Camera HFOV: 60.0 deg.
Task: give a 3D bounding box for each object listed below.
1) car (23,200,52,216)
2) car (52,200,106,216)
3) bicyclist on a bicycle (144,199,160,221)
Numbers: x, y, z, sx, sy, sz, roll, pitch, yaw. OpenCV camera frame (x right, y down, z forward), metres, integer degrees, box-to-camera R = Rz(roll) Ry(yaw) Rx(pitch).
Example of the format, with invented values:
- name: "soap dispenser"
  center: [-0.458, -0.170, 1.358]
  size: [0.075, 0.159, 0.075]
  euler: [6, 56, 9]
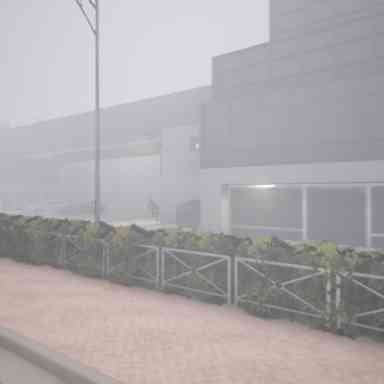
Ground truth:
- name: "car"
  center: [-14.546, 1.544, 33.552]
  size: [1.812, 1.442, 4.674]
  euler: [0, 0, 35]
- name: "car"
  center: [-10.863, 1.617, 32.721]
  size: [1.895, 1.301, 4.718]
  euler: [0, 0, 35]
- name: "bicyclist on a bicycle"
  center: [-2.899, 1.313, 24.109]
  size: [1.656, 1.620, 0.582]
  euler: [0, 0, 35]
